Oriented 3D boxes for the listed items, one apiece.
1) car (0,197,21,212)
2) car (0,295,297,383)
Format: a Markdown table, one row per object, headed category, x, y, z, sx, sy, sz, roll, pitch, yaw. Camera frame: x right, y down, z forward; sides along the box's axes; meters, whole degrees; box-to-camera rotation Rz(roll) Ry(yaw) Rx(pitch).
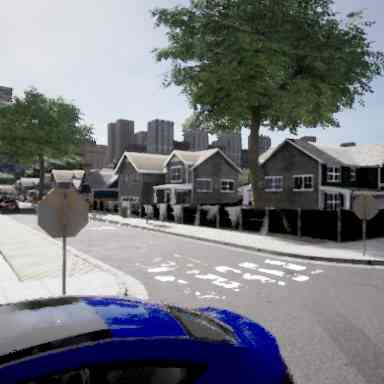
| category | x | y | z | sx | sy | sz | roll | pitch | yaw |
| --- | --- | --- | --- | --- | --- | --- | --- | --- | --- |
| car | -23.709 | 1.739 | 43.261 | 1.812 | 1.442 | 4.674 | 1 | -1 | -35 |
| car | -1.277 | 1.533 | 2.028 | 4.674 | 1.442 | 1.812 | 1 | -1 | -35 |
